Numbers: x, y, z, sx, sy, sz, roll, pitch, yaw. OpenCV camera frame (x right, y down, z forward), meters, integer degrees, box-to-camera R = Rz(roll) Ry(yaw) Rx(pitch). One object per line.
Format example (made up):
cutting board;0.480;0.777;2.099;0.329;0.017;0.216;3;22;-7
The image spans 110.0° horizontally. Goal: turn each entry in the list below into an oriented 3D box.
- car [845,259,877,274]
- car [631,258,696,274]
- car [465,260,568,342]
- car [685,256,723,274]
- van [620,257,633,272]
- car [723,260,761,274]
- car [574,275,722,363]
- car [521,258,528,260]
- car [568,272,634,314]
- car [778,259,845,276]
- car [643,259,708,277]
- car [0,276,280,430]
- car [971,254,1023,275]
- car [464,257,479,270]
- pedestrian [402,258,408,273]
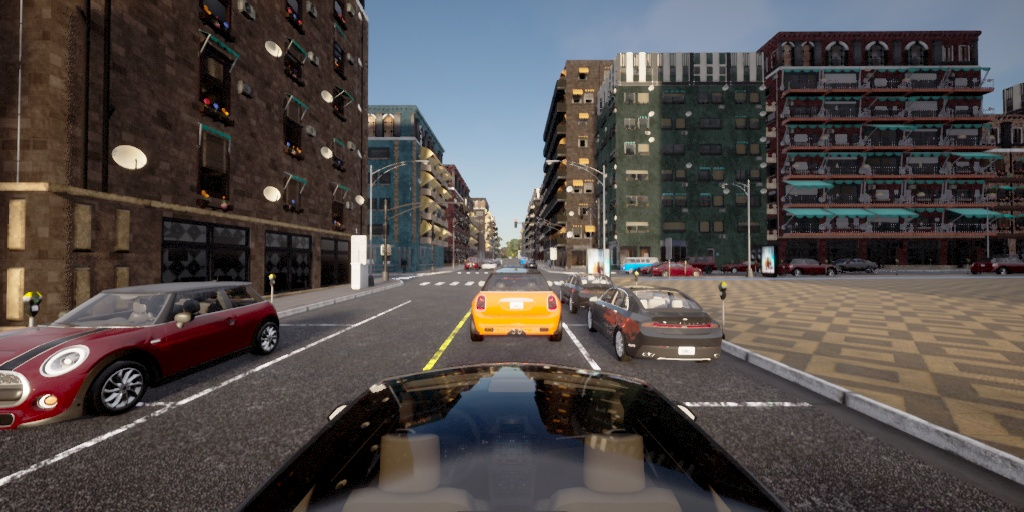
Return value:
car;33.448;1.004;35.829;4.902;1.511;2.128;0;-1;1
car;15.219;1.200;35.970;5.357;1.411;2.033;0;-1;0
car;0.099;1.104;9.965;2.097;1.767;4.553;0;0;0
car;19.305;0.974;38.518;5.009;1.841;2.192;0;0;0
van;13.778;1.043;38.559;3.998;1.789;1.690;0;0;0
car;24.833;1.162;38.477;4.507;1.381;1.888;0;0;0
car;2.822;1.302;7.985;2.007;1.370;4.403;0;0;0
car;2.701;1.331;51.747;1.948;1.339;4.313;0;0;0
car;2.823;1.303;13.555;2.007;1.370;4.403;0;0;0
car;24.769;0.933;30.097;4.097;1.591;1.967;0;0;0
car;13.714;1.160;30.179;4.207;1.307;1.802;0;0;0
car;-5.819;1.191;5.751;1.967;1.591;4.097;0;0;0
car;41.350;0.809;29.975;4.097;1.591;1.967;0;0;0
car;-5.679;1.079;51.789;2.192;1.841;5.009;0;0;0
pedestrian;-12.521;1.094;41.715;0.375;1.860;0.375;0;0;0
